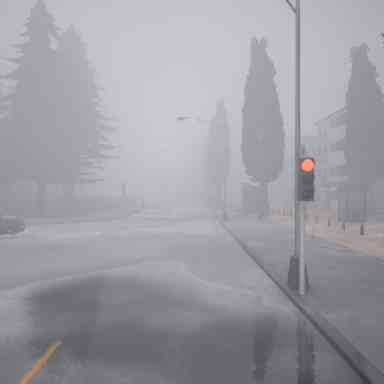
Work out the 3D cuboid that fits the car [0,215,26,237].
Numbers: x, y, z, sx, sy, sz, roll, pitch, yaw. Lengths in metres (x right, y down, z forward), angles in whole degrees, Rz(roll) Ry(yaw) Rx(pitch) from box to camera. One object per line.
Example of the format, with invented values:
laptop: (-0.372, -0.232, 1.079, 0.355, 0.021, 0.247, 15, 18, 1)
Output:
car: (-11.005, 1.477, 16.637, 5.008, 1.535, 1.882, 0, 0, 0)
